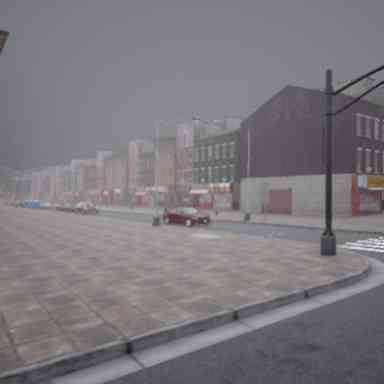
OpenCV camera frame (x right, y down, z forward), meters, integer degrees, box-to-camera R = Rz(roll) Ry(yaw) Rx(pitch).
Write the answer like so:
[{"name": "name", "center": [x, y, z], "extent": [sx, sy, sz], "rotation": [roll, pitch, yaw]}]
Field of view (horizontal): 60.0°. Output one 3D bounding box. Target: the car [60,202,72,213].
[{"name": "car", "center": [-16.570, 2.201, 46.781], "extent": [1.947, 1.339, 4.313], "rotation": [-1, 0, -36]}]

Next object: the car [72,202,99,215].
[{"name": "car", "center": [-13.340, 1.988, 42.289], "extent": [1.967, 1.590, 4.097], "rotation": [-1, 0, -36]}]

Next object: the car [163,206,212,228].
[{"name": "car", "center": [-0.408, 1.748, 24.318], "extent": [1.887, 1.381, 4.507], "rotation": [-1, 0, -36]}]

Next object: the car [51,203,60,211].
[{"name": "car", "center": [-19.803, 2.290, 51.273], "extent": [1.947, 1.339, 4.313], "rotation": [-1, 0, -36]}]

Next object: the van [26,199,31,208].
[{"name": "van", "center": [-32.737, 2.417, 69.246], "extent": [1.690, 1.788, 3.998], "rotation": [-1, 0, -36]}]

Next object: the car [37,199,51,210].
[{"name": "car", "center": [-26.170, 2.424, 60.121], "extent": [1.752, 1.417, 4.829], "rotation": [-1, 0, -36]}]

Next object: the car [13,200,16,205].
[{"name": "car", "center": [-42.433, 2.774, 82.725], "extent": [1.967, 1.590, 4.097], "rotation": [-1, 0, -36]}]

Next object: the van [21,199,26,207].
[{"name": "van", "center": [-35.970, 2.504, 73.739], "extent": [1.690, 1.788, 3.998], "rotation": [-1, 0, -36]}]

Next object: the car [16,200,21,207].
[{"name": "car", "center": [-39.203, 2.564, 78.232], "extent": [2.192, 1.841, 5.009], "rotation": [-1, 0, -36]}]

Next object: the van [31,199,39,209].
[{"name": "van", "center": [-29.505, 2.330, 64.753], "extent": [1.690, 1.788, 3.998], "rotation": [-1, 0, -36]}]
